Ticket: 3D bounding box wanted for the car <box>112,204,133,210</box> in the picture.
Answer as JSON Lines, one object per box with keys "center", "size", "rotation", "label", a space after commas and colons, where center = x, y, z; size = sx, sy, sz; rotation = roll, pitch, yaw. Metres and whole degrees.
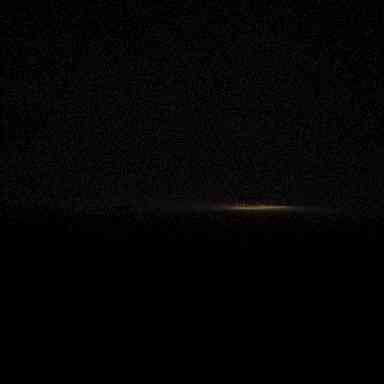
{"center": [-14.712, 3.178, 70.403], "size": [1.895, 1.301, 4.718], "rotation": [-1, -3, 35], "label": "car"}
